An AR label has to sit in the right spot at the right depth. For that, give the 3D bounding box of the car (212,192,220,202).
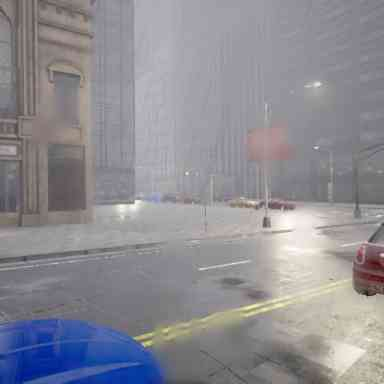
[{"bbox_3d":[3.717,0.875,61.447,2.192,1.841,5.009,0,1,-35],"label":"car"}]

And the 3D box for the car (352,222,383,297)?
[{"bbox_3d":[5.582,1.349,7.334,4.553,1.767,2.097,0,0,-35],"label":"car"}]

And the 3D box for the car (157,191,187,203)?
[{"bbox_3d":[-3.243,0.978,56.524,2.192,1.841,5.009,0,1,-35],"label":"car"}]

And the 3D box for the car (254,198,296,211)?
[{"bbox_3d":[9.755,1.399,38.161,1.887,1.381,4.507,0,1,-35],"label":"car"}]

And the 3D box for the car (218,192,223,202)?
[{"bbox_3d":[6.966,1.177,56.858,1.947,1.339,4.313,0,1,-35],"label":"car"}]

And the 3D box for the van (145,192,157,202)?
[{"bbox_3d":[-6.492,0.952,61.116,1.690,1.788,3.998,0,1,-35],"label":"van"}]

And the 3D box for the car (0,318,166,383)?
[{"bbox_3d":[-2.464,1.478,1.701,5.008,1.535,1.882,0,0,-35],"label":"car"}]

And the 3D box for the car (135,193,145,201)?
[{"bbox_3d":[-9.743,1.108,65.708,2.008,1.369,4.403,0,1,-35],"label":"car"}]

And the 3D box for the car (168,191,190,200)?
[{"bbox_3d":[-2.781,0.770,70.628,2.192,1.841,5.009,0,1,-35],"label":"car"}]

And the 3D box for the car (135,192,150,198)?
[{"bbox_3d":[-12.530,0.830,84.403,1.887,1.381,4.507,0,1,-35],"label":"car"}]

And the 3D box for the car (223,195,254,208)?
[{"bbox_3d":[6.603,1.336,42.614,1.752,1.417,4.829,0,1,-35],"label":"car"}]

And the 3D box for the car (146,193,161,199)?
[{"bbox_3d":[-9.280,0.924,79.813,1.802,1.307,4.206,0,1,-35],"label":"car"}]

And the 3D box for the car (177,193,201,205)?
[{"bbox_3d":[0.006,1.258,51.935,1.887,1.381,4.507,0,1,-35],"label":"car"}]
